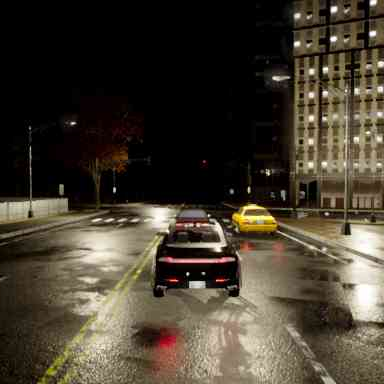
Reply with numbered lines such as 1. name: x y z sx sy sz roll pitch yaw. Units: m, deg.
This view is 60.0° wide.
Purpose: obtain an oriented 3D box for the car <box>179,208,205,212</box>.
1. car: 0.001 1.543 17.549 2.033 1.411 5.357 0 0 0

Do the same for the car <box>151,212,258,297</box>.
1. car: 0.078 1.488 8.526 2.128 1.511 4.902 0 0 0

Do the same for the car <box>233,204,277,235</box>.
1. car: 3.322 1.453 18.569 1.801 1.575 5.366 0 0 0
